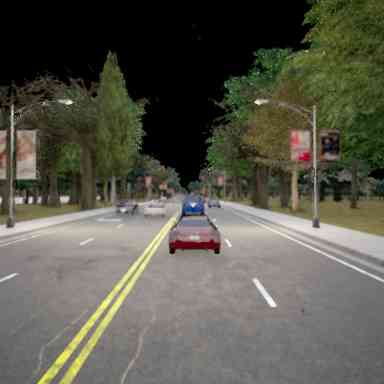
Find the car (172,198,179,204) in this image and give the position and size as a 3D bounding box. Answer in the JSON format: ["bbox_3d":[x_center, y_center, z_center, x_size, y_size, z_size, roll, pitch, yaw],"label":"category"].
[{"bbox_3d":[-3.291,1.939,71.688,1.895,1.301,4.718,0,0,0],"label":"car"}]

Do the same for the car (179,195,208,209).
[{"bbox_3d":[0.099,1.331,32.595,2.150,2.045,5.566,0,0,0],"label":"car"}]

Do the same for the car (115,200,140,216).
[{"bbox_3d":[-6.590,1.610,34.380,2.128,1.511,4.902,0,0,0],"label":"car"}]

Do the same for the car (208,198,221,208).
[{"bbox_3d":[3.352,1.754,51.265,2.033,1.411,5.357,0,0,0],"label":"car"}]

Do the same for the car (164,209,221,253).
[{"bbox_3d":[0.099,1.600,13.860,1.994,1.385,4.181,0,0,0],"label":"car"}]

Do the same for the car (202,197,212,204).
[{"bbox_3d":[3.204,1.908,73.029,1.994,1.385,4.181,0,0,0],"label":"car"}]

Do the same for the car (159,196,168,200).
[{"bbox_3d":[-6.563,1.744,76.556,2.128,1.511,4.902,0,0,0],"label":"car"}]

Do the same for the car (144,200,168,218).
[{"bbox_3d":[-3.344,1.704,31.261,1.895,1.301,4.718,0,0,0],"label":"car"}]
